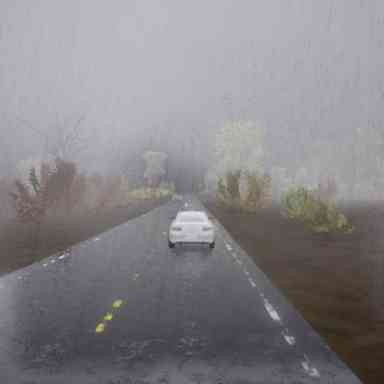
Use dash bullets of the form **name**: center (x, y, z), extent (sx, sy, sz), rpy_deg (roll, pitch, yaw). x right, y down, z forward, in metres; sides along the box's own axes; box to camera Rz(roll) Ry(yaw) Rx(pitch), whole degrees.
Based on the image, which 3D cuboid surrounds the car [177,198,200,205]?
- **car**: center (0.000, 1.560, 29.633), extent (2.033, 1.411, 5.357), rpy_deg (0, 0, 0)

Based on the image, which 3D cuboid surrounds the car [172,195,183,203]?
- **car**: center (-3.001, 1.366, 68.684), extent (2.097, 1.767, 4.553), rpy_deg (0, 0, 0)

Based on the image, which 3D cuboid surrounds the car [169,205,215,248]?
- **car**: center (0.000, 1.533, 14.632), extent (1.812, 1.442, 4.674), rpy_deg (0, 0, 0)
